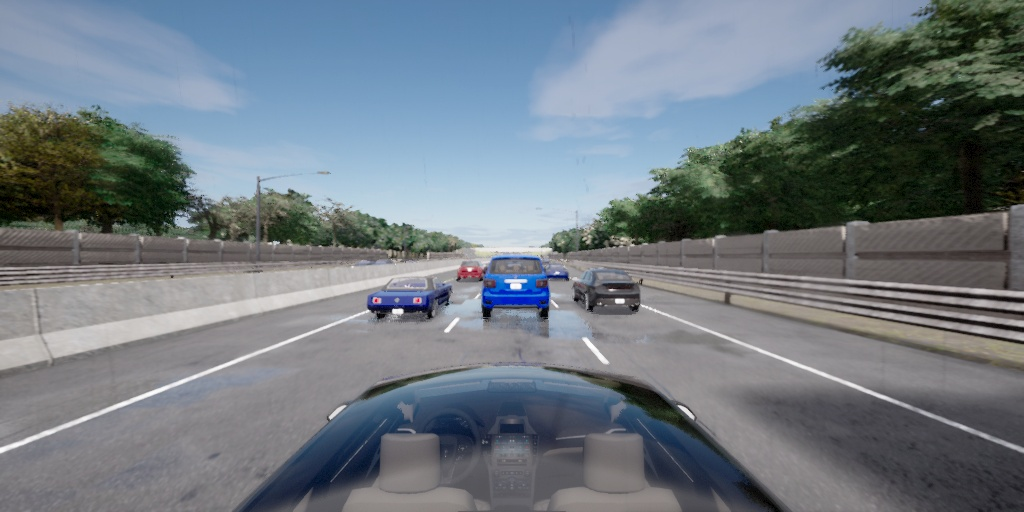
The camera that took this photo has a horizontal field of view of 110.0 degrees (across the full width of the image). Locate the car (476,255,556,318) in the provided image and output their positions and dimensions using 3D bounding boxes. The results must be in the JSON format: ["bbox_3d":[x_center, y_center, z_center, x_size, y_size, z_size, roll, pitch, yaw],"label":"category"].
[{"bbox_3d":[0.120,0.980,13.165,2.150,2.045,5.566,0,0,0],"label":"car"}]

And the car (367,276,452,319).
[{"bbox_3d":[-3.381,1.359,12.876,1.895,1.301,4.718,0,0,0],"label":"car"}]

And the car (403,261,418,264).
[{"bbox_3d":[-13.825,1.354,49.155,1.994,1.385,4.181,0,0,1],"label":"car"}]

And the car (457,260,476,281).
[{"bbox_3d":[-3.303,1.125,30.249,2.097,1.767,4.553,0,0,0],"label":"car"}]

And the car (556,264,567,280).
[{"bbox_3d":[3.702,1.338,31.073,1.994,1.385,4.181,0,0,0],"label":"car"}]

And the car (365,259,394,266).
[{"bbox_3d":[-17.342,1.335,48.181,2.033,1.411,5.357,0,0,1],"label":"car"}]

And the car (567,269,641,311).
[{"bbox_3d":[3.624,1.265,14.442,1.837,1.490,4.892,0,0,0],"label":"car"}]

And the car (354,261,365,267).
[{"bbox_3d":[-20.796,1.338,51.606,2.033,1.411,5.357,0,0,1],"label":"car"}]
